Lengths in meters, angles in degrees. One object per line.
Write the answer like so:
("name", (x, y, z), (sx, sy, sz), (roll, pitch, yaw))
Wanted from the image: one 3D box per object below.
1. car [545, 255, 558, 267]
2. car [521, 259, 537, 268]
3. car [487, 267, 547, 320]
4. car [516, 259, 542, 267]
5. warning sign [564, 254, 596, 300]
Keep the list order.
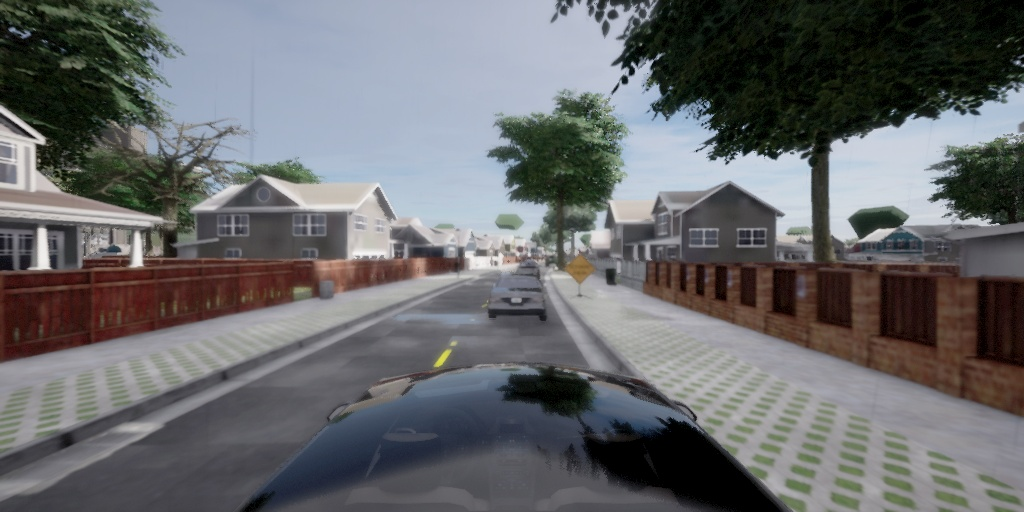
("car", (7.198, 0.808, 64.363), (2.150, 2.045, 5.566), (-5, -1, 11))
("car", (2.934, 1.201, 61.647), (2.033, 1.411, 5.357), (0, 0, 11))
("car", (0.244, 1.269, 12.456), (2.033, 1.411, 5.357), (0, 0, 3))
("car", (1.368, 1.175, 29.508), (2.128, 1.511, 4.902), (0, 0, 6))
("warning sign", (2.830, 0.830, 15.004), (1.300, 1.860, 1.060), (0, 0, 3))
